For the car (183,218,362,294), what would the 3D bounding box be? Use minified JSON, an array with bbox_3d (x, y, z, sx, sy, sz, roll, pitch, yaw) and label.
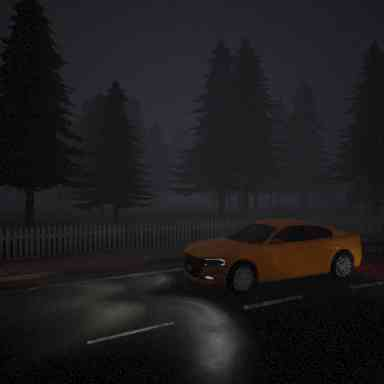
[{"bbox_3d":[2.201,1.480,8.806,5.008,1.535,1.882,0,0,-25],"label":"car"}]
